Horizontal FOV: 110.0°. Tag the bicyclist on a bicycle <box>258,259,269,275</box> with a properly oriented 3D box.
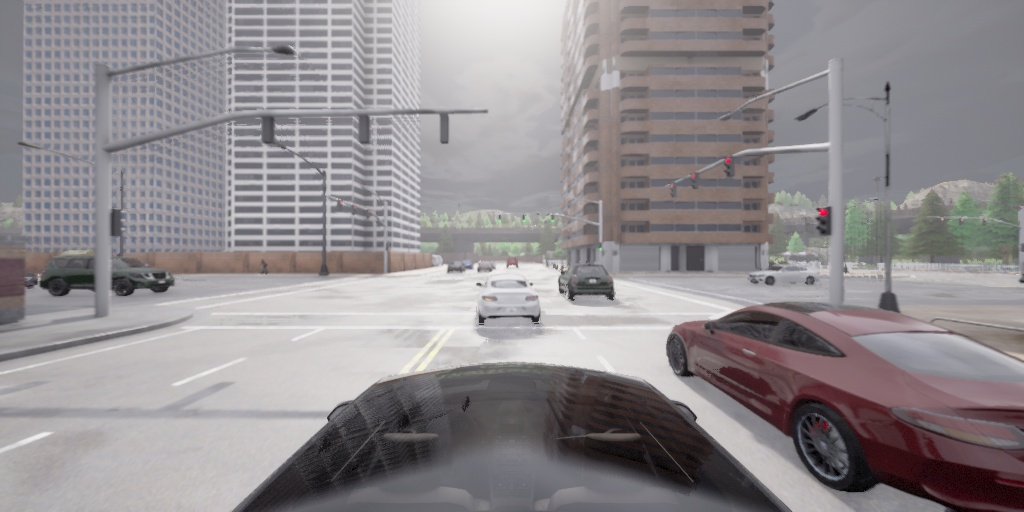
[{"bbox_3d":[-25.653,1.154,37.007,0.582,1.620,1.656,0,0,0],"label":"bicyclist on a bicycle"}]

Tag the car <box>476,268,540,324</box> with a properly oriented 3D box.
[{"bbox_3d":[-0.217,1.305,11.985,1.812,1.442,4.674,0,0,-5],"label":"car"}]

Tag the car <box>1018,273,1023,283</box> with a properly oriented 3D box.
[{"bbox_3d":[35.215,1.356,22.480,5.357,1.411,2.033,0,0,-4],"label":"car"}]

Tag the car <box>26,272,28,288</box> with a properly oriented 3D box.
[{"bbox_3d":[-32.982,1.303,22.563,4.902,1.511,2.128,0,0,0],"label":"car"}]

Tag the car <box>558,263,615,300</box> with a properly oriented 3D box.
[{"bbox_3d":[3.593,1.149,18.084,2.097,1.767,4.553,0,0,0],"label":"car"}]

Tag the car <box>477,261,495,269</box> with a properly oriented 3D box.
[{"bbox_3d":[-3.605,1.410,48.104,1.812,1.442,4.674,0,0,0],"label":"car"}]

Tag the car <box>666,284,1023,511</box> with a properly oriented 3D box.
[{"bbox_3d":[3.608,1.284,4.407,1.812,1.442,4.674,0,0,1],"label":"car"}]

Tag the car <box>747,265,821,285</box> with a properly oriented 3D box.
[{"bbox_3d":[19.626,1.345,25.978,4.674,1.442,1.812,0,0,0],"label":"car"}]

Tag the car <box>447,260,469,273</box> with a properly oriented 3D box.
[{"bbox_3d":[-7.107,1.356,46.089,1.882,1.535,5.008,0,0,0],"label":"car"}]

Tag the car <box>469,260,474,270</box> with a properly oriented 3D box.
[{"bbox_3d":[-7.082,1.385,56.110,1.882,1.535,5.008,0,0,1],"label":"car"}]

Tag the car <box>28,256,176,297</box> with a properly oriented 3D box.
[{"bbox_3d":[-21.288,1.023,19.002,5.566,2.045,2.150,0,0,0],"label":"car"}]
